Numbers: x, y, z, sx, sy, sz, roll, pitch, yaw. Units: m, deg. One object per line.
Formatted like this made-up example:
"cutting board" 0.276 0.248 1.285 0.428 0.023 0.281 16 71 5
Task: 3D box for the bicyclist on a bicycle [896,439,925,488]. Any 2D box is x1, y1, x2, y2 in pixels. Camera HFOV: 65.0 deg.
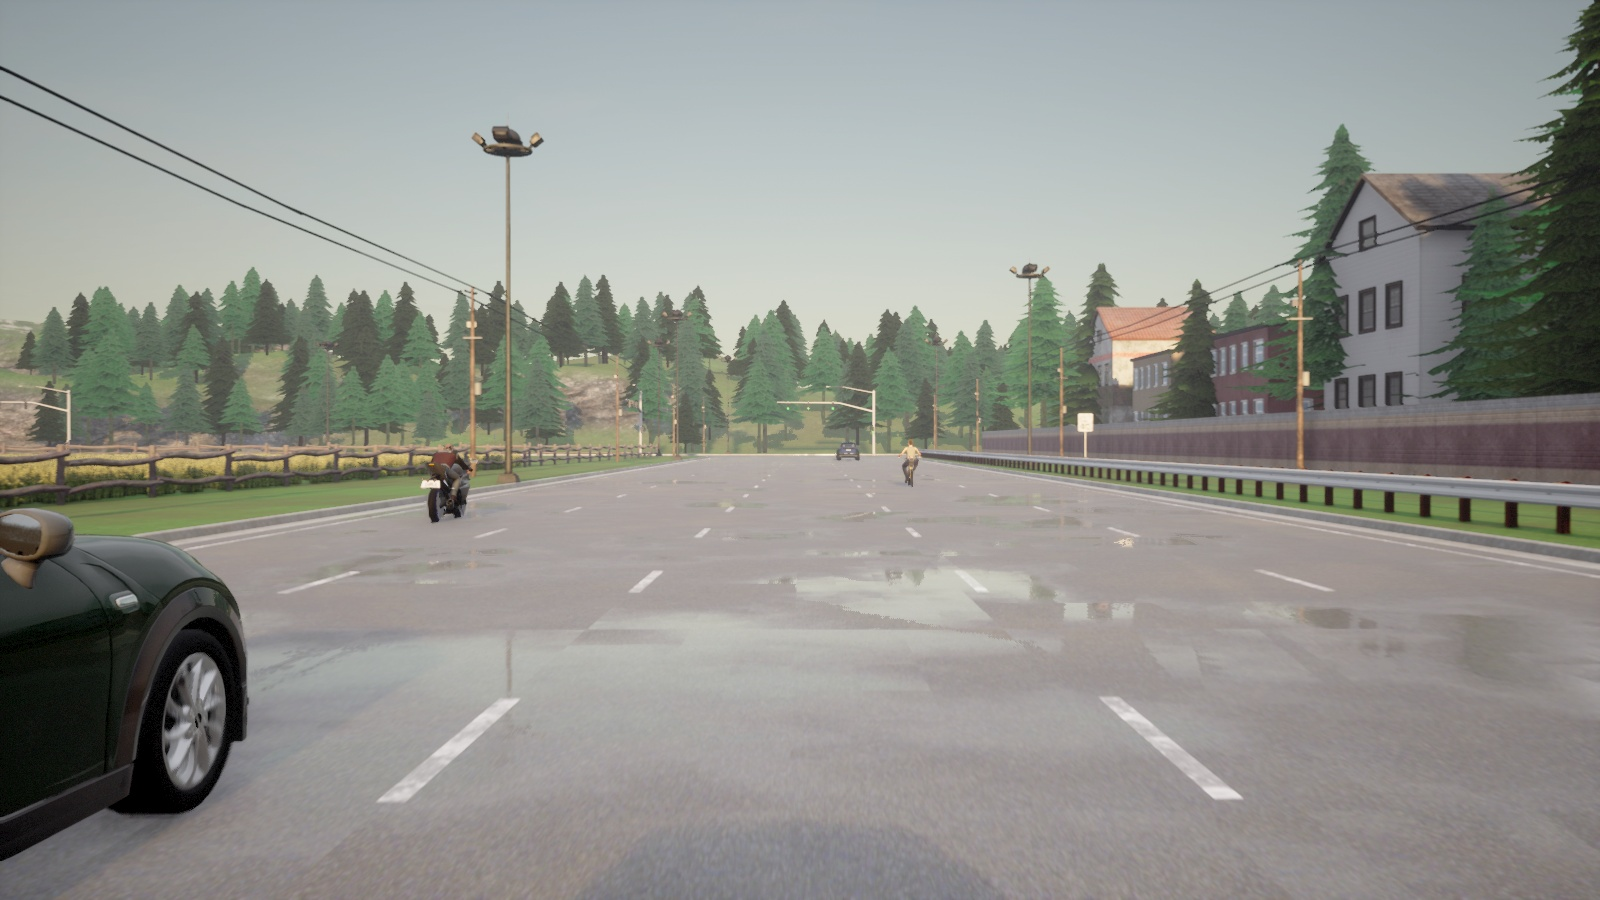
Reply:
"bicyclist on a bicycle" 3.754 0.445 42.702 0.866 1.612 1.509 0 0 1

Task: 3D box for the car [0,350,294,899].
"car" -3.463 0.581 3.682 2.097 1.767 4.553 0 0 0

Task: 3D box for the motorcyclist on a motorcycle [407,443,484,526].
"motorcyclist on a motorcycle" -6.845 0.638 24.399 0.866 1.530 2.191 0 0 0
